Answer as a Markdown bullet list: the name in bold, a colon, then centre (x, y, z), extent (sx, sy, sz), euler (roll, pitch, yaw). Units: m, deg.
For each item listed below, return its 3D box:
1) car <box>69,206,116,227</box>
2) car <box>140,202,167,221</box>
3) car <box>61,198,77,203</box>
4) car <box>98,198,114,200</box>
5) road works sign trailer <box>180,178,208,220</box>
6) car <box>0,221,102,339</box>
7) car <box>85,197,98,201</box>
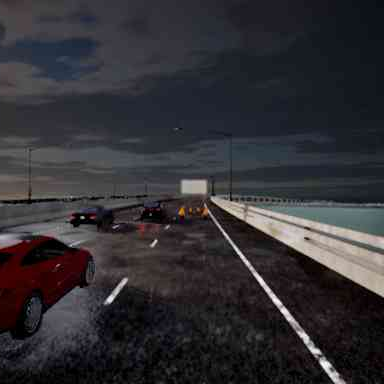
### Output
- **car**: centre (-6.785, 1.646, 23.160), extent (2.033, 1.411, 5.357), euler (0, 0, 1)
- **car**: centre (-3.226, 1.613, 28.619), extent (2.128, 1.511, 4.902), euler (0, 0, 1)
- **car**: centre (-23.711, 1.821, 64.439), extent (1.994, 1.385, 4.181), euler (0, 0, 1)
- **car**: centre (-16.648, 1.811, 66.871), extent (2.033, 1.411, 5.357), euler (0, 0, 1)
- **road works sign trailer**: centre (0.174, 0.589, 29.479), extent (2.380, 3.560, 2.880), euler (0, 0, 1)
- **car**: centre (-3.384, 1.554, 6.512), extent (1.812, 1.442, 4.674), euler (0, 0, 0)
- **car**: centre (-20.147, 1.772, 66.965), extent (1.837, 1.490, 4.892), euler (0, 0, 1)
